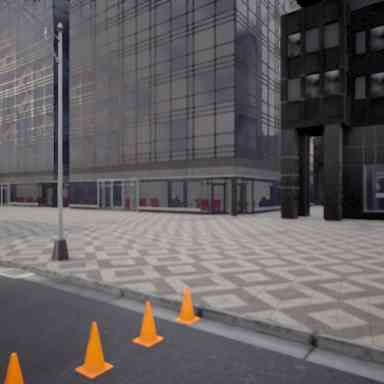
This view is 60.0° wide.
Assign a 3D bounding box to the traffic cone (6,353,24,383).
[{"bbox_3d":[-1.825,1.958,3.421,0.340,0.580,0.340,0,0,35],"label":"traffic cone"}]

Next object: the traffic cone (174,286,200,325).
[{"bbox_3d":[-0.088,1.958,5.867,0.340,0.580,0.340,0,0,35],"label":"traffic cone"}]

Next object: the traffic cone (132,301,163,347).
[{"bbox_3d":[-0.668,1.958,5.051,0.340,0.580,0.340,0,0,35],"label":"traffic cone"}]

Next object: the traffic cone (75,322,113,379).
[{"bbox_3d":[-1.246,1.958,4.236,0.340,0.580,0.340,0,0,35],"label":"traffic cone"}]
